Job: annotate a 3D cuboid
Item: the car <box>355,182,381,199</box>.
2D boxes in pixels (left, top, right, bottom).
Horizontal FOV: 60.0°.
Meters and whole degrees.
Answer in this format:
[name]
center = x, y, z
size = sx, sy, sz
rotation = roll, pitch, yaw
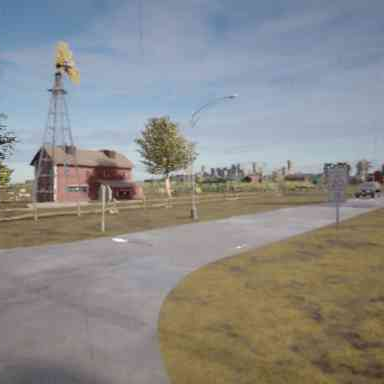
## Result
[car]
center = 23.466, -0.250, 44.206
size = 2.150, 2.045, 5.566
rotation = 1, 2, 40
